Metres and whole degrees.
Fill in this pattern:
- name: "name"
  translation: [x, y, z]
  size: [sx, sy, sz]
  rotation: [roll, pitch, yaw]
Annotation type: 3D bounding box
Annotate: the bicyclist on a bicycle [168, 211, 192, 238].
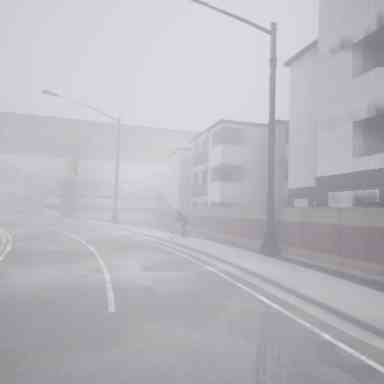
- name: "bicyclist on a bicycle"
  translation: [-0.700, 1.993, 20.150]
  size: [1.656, 1.620, 0.582]
  rotation: [3, -3, -28]
